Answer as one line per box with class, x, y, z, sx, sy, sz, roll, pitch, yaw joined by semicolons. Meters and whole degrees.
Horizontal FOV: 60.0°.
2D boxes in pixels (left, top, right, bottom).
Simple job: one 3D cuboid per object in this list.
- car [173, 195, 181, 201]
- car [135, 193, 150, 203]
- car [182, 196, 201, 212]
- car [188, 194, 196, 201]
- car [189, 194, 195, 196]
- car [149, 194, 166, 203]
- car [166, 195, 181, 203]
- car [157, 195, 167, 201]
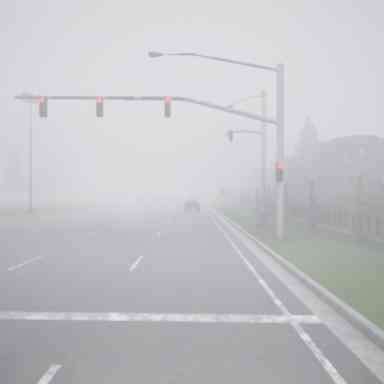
car;-3.513;1.361;78.779;1.895;1.301;4.718;0;0;0
car;-10.511;1.505;68.711;1.994;1.385;4.181;0;0;0
car;-0.006;1.472;37.717;1.837;1.490;4.892;0;0;0
car;-0.013;1.290;78.749;1.812;1.442;4.674;0;0;0
car;-0.011;1.490;68.330;2.033;1.411;5.357;0;0;0
car;-7.011;1.420;68.328;1.882;1.535;5.008;0;0;0
car;-3.511;1.434;68.329;2.128;1.511;4.902;0;0;0
car;-7.013;1.319;78.748;1.994;1.385;4.181;0;0;0
